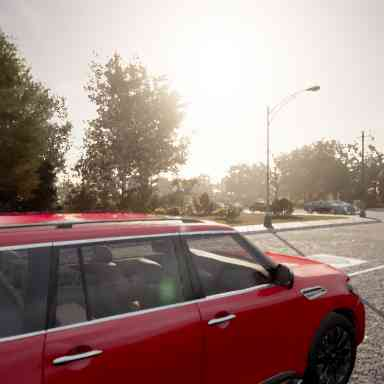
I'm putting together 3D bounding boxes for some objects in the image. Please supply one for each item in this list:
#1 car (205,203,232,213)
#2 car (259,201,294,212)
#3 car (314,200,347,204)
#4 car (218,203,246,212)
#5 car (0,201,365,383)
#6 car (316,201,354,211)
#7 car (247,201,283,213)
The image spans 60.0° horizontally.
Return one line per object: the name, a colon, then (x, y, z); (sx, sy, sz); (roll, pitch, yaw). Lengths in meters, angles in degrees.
car: (4.161, 2.542, 53.240); (1.837, 1.490, 4.892); (0, -3, -32)
car: (11.968, 2.093, 47.337); (1.837, 1.490, 4.892); (0, -3, -32)
car: (14.624, 1.708, 36.479); (2.128, 1.511, 4.902); (0, -1, -32)
car: (6.649, 2.600, 55.866); (1.837, 1.490, 4.892); (0, -3, -32)
car: (-0.466, 1.222, 3.424); (5.566, 2.045, 2.150); (0, 0, -37)
car: (20.312, 2.035, 47.450); (1.895, 1.301, 4.718); (0, -2, -31)
car: (9.663, 2.028, 44.415); (1.837, 1.490, 4.892); (0, -3, -32)
